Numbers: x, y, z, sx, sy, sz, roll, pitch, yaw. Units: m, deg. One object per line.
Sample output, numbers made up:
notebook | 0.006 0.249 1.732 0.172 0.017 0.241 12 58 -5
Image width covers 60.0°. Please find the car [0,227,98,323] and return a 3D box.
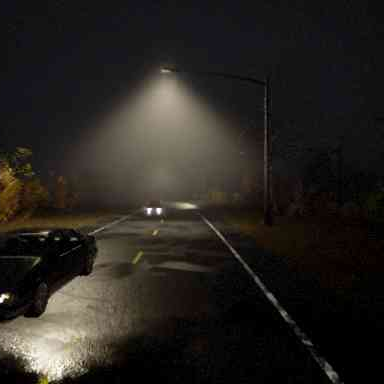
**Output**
car | -3.675 1.565 7.726 2.033 1.411 5.357 0 0 -1

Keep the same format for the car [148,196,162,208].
car | -5.705 1.741 50.784 1.895 1.301 4.718 0 0 -4

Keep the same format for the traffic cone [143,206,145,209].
traffic cone | -6.638 2.080 45.882 0.340 0.580 0.340 0 0 -4

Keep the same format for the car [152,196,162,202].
car | -9.445 1.795 89.166 1.837 1.490 4.892 0 -1 -19
